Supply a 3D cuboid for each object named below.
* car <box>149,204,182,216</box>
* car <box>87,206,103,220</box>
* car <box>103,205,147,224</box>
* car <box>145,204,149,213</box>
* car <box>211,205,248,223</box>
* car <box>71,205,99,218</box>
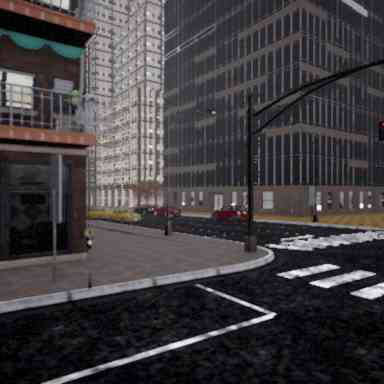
[{"bbox_3d":[-3.012,2.228,40.576,1.887,1.381,4.507,-1,0,-36],"label":"car"},{"bbox_3d":[-9.644,2.205,35.559,1.752,1.417,4.829,-1,0,-36],"label":"car"},{"bbox_3d":[-6.331,2.117,30.983,1.752,1.417,4.829,-1,0,-36],"label":"car"},{"bbox_3d":[-6.325,2.336,45.151,1.947,1.339,4.313,-1,0,-36],"label":"car"},{"bbox_3d":[3.612,1.949,31.424,1.967,1.590,4.097,-1,0,-36],"label":"car"},{"bbox_3d":[-13.057,2.335,40.273,1.947,1.339,4.313,-1,0,-36],"label":"car"}]
